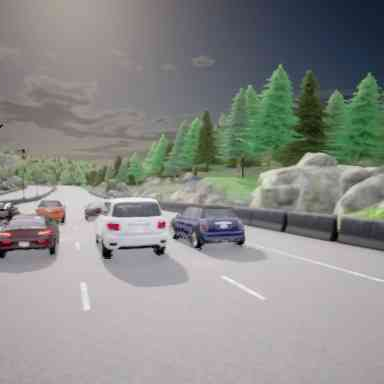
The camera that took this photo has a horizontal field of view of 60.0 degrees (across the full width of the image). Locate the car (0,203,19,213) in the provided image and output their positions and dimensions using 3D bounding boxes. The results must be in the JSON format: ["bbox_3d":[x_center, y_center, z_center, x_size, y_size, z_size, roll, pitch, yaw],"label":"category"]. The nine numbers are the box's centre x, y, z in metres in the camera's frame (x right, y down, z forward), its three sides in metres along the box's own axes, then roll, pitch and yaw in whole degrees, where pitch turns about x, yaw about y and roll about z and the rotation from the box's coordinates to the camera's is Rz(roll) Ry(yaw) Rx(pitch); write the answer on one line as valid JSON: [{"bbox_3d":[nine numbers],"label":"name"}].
[{"bbox_3d":[-14.704,1.612,25.817,2.128,1.511,4.902,0,0,-20],"label":"car"}]

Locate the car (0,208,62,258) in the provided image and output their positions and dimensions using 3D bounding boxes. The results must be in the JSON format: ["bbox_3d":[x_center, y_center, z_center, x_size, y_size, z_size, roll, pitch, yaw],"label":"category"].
[{"bbox_3d":[-6.279,1.571,13.070,1.812,1.442,4.674,0,-1,-20],"label":"car"}]

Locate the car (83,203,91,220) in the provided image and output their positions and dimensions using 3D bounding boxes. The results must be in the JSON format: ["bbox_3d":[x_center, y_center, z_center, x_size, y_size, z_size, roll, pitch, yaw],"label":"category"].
[{"bbox_3d":[-8.432,1.619,29.060,1.812,1.442,4.674,0,0,-20],"label":"car"}]

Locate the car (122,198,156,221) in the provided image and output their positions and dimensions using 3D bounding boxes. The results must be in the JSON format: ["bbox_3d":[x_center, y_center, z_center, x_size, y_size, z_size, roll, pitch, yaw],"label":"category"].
[{"bbox_3d":[-4.731,1.424,29.114,2.097,1.767,4.553,0,0,-20],"label":"car"}]

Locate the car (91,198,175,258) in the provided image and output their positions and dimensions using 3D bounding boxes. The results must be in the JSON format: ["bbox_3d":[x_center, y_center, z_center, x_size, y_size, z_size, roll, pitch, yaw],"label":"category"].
[{"bbox_3d":[-2.588,1.247,13.150,2.150,2.045,5.566,0,0,-20],"label":"car"}]

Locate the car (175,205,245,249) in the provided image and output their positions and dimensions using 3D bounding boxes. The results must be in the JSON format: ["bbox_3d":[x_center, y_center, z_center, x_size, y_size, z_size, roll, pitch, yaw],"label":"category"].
[{"bbox_3d":[0.499,1.363,14.906,2.097,1.767,4.553,0,0,-20],"label":"car"}]

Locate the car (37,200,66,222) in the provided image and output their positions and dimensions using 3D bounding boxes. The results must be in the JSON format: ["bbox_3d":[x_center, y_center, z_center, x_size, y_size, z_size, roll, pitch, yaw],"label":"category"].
[{"bbox_3d":[-11.292,1.455,26.672,2.097,1.767,4.553,0,0,-20],"label":"car"}]
